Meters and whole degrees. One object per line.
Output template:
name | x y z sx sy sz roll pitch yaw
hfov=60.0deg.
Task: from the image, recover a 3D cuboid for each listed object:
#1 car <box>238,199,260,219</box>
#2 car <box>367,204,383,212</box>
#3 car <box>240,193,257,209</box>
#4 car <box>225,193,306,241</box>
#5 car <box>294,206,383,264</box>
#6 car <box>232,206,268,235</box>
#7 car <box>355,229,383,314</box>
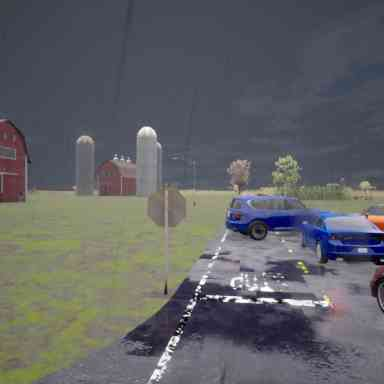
car | 5.224 1.502 30.695 1.837 1.490 4.892 0 0 9
car | 9.235 1.371 16.205 4.553 1.767 2.097 0 0 41
car | 7.905 1.233 46.548 2.150 2.045 5.566 0 0 9
car | 4.431 1.215 16.580 5.566 2.045 2.150 0 1 -9
car | 5.112 1.481 11.761 1.882 1.535 5.008 0 0 8
car | 3.339 1.607 19.943 1.895 1.301 4.718 0 0 7
car | 4.620 1.529 4.584 1.812 1.442 4.674 0 0 -9
